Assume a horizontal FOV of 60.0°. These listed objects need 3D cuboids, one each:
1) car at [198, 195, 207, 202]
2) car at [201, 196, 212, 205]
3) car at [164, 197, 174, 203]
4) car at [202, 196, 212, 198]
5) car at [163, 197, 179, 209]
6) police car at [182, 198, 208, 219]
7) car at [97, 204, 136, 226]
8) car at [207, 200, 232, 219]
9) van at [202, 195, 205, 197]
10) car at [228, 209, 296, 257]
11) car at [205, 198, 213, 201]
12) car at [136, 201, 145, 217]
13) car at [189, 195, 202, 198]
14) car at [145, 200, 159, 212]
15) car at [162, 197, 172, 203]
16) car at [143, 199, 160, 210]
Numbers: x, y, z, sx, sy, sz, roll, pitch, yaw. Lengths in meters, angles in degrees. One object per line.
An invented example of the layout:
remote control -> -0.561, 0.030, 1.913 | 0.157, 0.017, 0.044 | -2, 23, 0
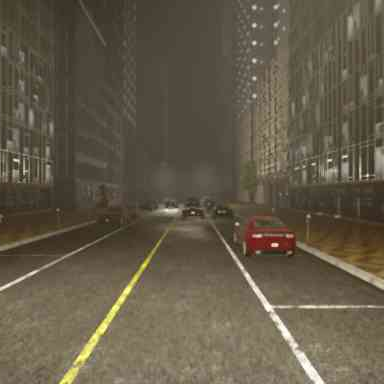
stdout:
car -> 2.732, 1.626, 87.068 | 2.192, 1.841, 5.009 | 0, 0, 0
car -> 2.722, 1.687, 64.299 | 1.967, 1.590, 4.097 | 0, 0, 0
car -> -5.652, 1.848, 81.390 | 2.008, 1.369, 4.403 | 0, 0, 0
car -> 2.716, 1.777, 52.914 | 1.947, 1.339, 4.313 | 0, 0, 0
car -> -3.057, 1.692, 49.828 | 2.128, 1.511, 4.902 | 0, 0, 0
police car -> 0.102, 1.635, 30.832 | 2.038, 1.542, 4.974 | 0, 0, 0
car -> -5.677, 1.652, 24.463 | 1.887, 1.381, 4.507 | 0, 0, 0
car -> 2.706, 1.694, 30.145 | 1.947, 1.339, 4.313 | 0, 0, 0
van -> 2.719, 1.570, 58.608 | 1.690, 1.788, 3.998 | 0, 0, 0
car -> 2.699, 1.604, 13.069 | 1.887, 1.381, 4.507 | 0, 0, 0
car -> 2.711, 1.737, 41.529 | 1.947, 1.339, 4.313 | 0, 0, 0
car -> -5.675, 1.711, 30.157 | 1.802, 1.307, 4.206 | 0, 0, 0
car -> 0.032, 1.547, 48.352 | 2.097, 1.767, 4.553 | 0, 0, 0
car -> -5.669, 1.717, 41.541 | 1.887, 1.381, 4.507 | 0, 0, 0
car -> -5.655, 1.806, 75.527 | 1.752, 1.417, 4.829 | 0, 0, 0
car -> -5.667, 1.758, 47.234 | 1.947, 1.339, 4.313 | 0, 0, 0
